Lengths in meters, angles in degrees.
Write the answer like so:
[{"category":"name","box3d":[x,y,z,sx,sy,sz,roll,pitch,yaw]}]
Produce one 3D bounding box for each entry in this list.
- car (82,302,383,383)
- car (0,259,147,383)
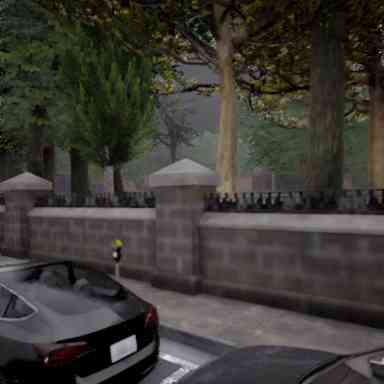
[{"category":"car","box3d":[1.696,1.545,1.624,4.403,1.369,2.008,-1,-1,36]},{"category":"car","box3d":[-2.368,1.608,4.516,4.313,1.339,1.947,-1,-1,36]}]
